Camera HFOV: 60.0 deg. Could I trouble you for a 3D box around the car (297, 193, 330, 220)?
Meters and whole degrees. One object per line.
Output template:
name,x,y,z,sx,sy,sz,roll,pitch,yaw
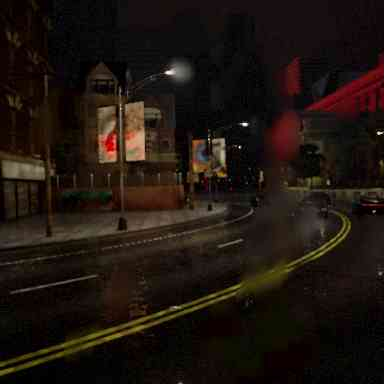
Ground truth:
car,8.610,1.069,23.627,2.128,1.511,4.902,-1,1,19

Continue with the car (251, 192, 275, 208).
car,7.950,0.794,37.609,2.097,1.767,4.553,-1,1,2

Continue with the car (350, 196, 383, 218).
car,12.416,0.994,23.438,2.128,1.511,4.902,-1,1,20
